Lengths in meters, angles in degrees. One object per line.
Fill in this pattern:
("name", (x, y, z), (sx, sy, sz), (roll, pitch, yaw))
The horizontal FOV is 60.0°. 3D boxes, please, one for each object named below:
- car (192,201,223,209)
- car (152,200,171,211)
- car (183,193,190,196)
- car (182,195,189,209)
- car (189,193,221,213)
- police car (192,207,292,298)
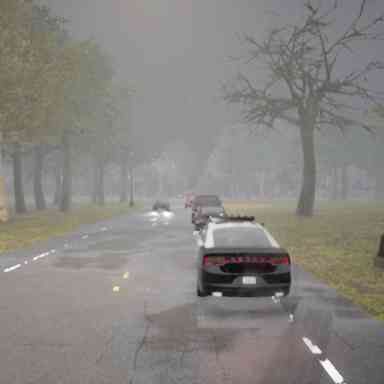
("car", (1.050, 1.484, 18.578), (1.837, 1.490, 4.892), (0, 0, 0))
("car", (-3.600, 1.563, 39.487), (1.895, 1.301, 4.718), (0, 0, 0))
("car", (0.000, 1.184, 60.139), (2.150, 2.045, 5.566), (0, 0, 0))
("car", (0.014, 1.525, 45.693), (1.994, 1.385, 4.181), (0, 0, 0))
("car", (1.050, 1.196, 24.607), (2.150, 2.045, 5.566), (0, 0, 0))
("police car", (1.050, 1.415, 8.685), (1.930, 1.638, 5.238), (0, 0, 0))
